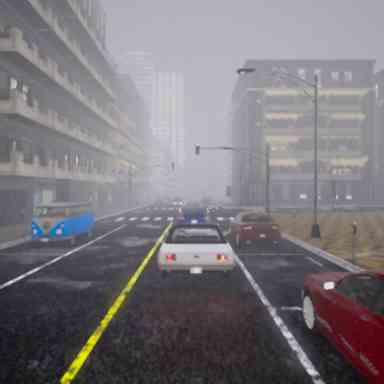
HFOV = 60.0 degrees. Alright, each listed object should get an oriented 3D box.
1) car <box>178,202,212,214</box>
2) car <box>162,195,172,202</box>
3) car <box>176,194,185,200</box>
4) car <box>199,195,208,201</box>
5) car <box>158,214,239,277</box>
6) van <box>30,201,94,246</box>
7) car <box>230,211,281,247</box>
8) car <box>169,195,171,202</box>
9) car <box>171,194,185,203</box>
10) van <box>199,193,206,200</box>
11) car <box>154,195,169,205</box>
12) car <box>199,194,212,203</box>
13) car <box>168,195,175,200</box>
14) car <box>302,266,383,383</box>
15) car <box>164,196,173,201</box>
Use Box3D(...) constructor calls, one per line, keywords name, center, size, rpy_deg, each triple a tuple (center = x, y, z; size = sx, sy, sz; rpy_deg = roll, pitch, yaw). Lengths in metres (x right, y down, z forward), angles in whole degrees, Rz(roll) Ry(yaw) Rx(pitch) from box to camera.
Box3D(name="car", center=(0.119, 1.548, 20.076), size=(1.994, 1.385, 4.181), rpy_deg=(0, 0, 0))
Box3D(name="car", center=(-5.613, 1.413, 74.998), size=(1.967, 1.590, 4.097), rpy_deg=(-1, 0, 0))
Box3D(name="car", center=(-2.902, 1.335, 86.197), size=(2.033, 1.411, 5.357), rpy_deg=(0, 0, 0))
Box3D(name="car", center=(2.775, 1.525, 80.511), size=(2.008, 1.369, 4.403), rpy_deg=(-1, 0, 0))
Box3D(name="car", center=(0.110, 1.591, 10.170), size=(1.895, 1.301, 4.718), rpy_deg=(0, 0, 0))
Box3D(name="van", center=(-5.684, 1.328, 14.939), size=(1.690, 1.788, 3.998), rpy_deg=(0, 0, 0))
Box3D(name="car", center=(2.698, 1.532, 14.928), size=(1.887, 1.381, 4.507), rpy_deg=(0, 0, 0))
Box3D(name="car", center=(-5.625, 1.537, 63.942), size=(1.947, 1.339, 4.313), rpy_deg=(0, 0, 0))
Box3D(name="car", center=(-2.921, 1.525, 69.757), size=(1.994, 1.385, 4.181), rpy_deg=(0, 0, 0))
Box3D(name="van", center=(2.786, 1.319, 91.567), size=(1.690, 1.788, 3.998), rpy_deg=(-1, 0, 0))
Box3D(name="car", center=(-5.631, 1.521, 58.415), size=(2.008, 1.369, 4.403), rpy_deg=(0, 0, 0))
Box3D(name="car", center=(2.754, 1.411, 63.927), size=(1.967, 1.590, 4.097), rpy_deg=(-1, 0, 0))
Box3D(name="car", center=(-5.593, 1.503, 91.412), size=(1.752, 1.417, 4.829), rpy_deg=(-1, 0, 0))
Box3D(name="car", center=(2.685, 1.541, 3.877), size=(1.887, 1.381, 4.507), rpy_deg=(0, 0, 0))
Box3D(name="car", center=(-5.606, 1.556, 80.526), size=(1.802, 1.307, 4.206), rpy_deg=(-1, 0, 0))
